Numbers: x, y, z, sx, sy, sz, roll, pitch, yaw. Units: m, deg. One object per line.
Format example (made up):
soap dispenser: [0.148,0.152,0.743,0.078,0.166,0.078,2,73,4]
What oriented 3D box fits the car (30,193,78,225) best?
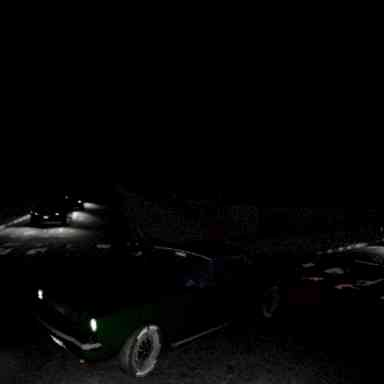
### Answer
car: [-8.199,1.001,19.781,1.837,1.490,4.892,2,1,-13]

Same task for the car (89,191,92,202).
car: [-12.913,0.457,39.490,1.895,1.301,4.718,2,1,-13]

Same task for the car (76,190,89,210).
car: [-10.519,0.784,29.470,1.895,1.301,4.718,2,1,-13]

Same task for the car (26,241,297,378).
car: [-0.121,1.601,5.704,1.895,1.301,4.718,2,-1,44]
